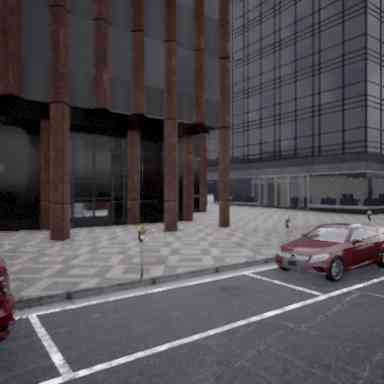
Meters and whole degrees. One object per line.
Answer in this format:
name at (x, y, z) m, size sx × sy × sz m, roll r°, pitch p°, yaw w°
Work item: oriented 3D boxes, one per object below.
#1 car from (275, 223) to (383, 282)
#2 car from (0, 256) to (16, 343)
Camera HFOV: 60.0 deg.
car at (4.267, 1.576, 9.693) m, size 4.206 × 1.307 × 1.802 m, roll 0°, pitch 0°, yaw -36°
car at (-4.587, 1.316, 3.377) m, size 5.009 × 1.841 × 2.192 m, roll 0°, pitch 0°, yaw -36°
